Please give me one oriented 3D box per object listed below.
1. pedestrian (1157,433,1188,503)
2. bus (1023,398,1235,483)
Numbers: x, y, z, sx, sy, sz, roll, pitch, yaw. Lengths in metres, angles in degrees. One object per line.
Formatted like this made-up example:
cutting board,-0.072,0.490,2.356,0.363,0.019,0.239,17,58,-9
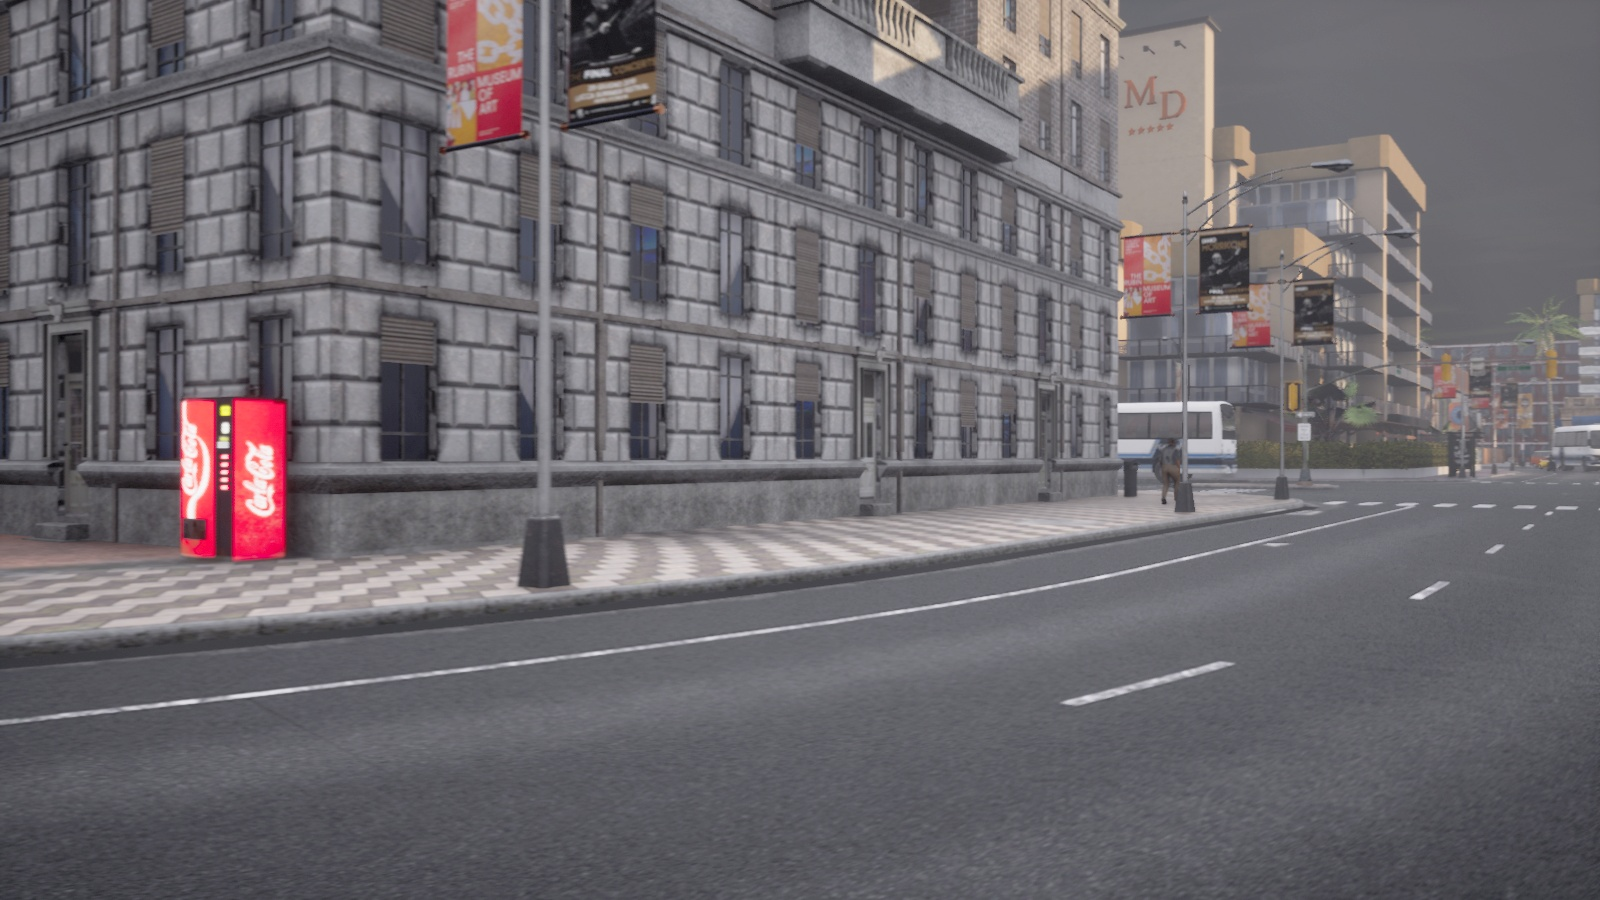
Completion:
pedestrian,9.976,0.483,33.637,0.540,1.848,0.694,0,0,41
bus,17.519,-0.463,67.315,10.273,4.253,3.944,0,0,33
